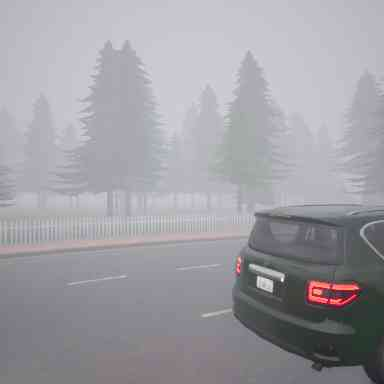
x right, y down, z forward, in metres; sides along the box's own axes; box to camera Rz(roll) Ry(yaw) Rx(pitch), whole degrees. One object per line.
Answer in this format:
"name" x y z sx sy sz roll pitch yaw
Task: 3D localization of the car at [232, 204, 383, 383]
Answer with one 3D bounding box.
"car" 3.276 1.222 5.331 5.566 2.045 2.150 0 0 -27
